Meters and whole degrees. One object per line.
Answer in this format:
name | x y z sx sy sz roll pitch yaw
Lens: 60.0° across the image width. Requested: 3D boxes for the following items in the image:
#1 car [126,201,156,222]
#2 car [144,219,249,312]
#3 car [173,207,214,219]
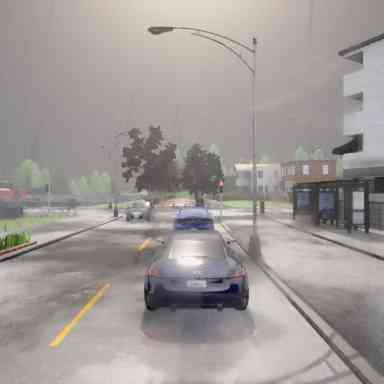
car | -4.034 1.492 26.610 2.128 1.511 4.902 0 0 0
car | 0.089 1.564 7.787 1.994 1.385 4.181 0 0 0
car | 0.079 1.478 16.769 1.882 1.535 5.008 0 0 0
